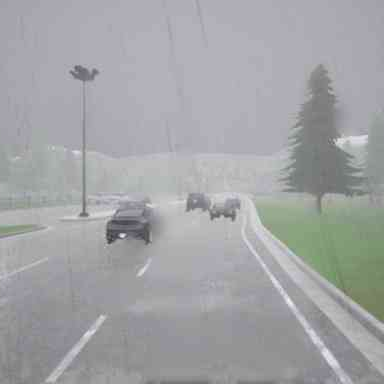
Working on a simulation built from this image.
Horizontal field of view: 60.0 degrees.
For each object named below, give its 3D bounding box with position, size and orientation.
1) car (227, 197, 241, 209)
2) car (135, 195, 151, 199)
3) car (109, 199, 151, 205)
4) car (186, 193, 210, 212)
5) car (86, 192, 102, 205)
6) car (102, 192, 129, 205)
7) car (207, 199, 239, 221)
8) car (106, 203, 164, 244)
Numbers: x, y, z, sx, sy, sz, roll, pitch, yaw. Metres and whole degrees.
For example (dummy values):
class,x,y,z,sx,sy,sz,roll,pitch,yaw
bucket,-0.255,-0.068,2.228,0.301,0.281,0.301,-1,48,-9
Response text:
class,x,y,z,sx,sy,sz,roll,pitch,yaw
car,5.170,1.384,42.250,2.128,1.511,4.902,0,0,10
car,-8.088,1.331,54.760,2.128,1.511,4.902,0,0,10
car,-4.572,1.486,26.256,1.994,1.385,4.181,0,0,9
car,0.762,1.121,37.188,2.150,2.045,5.566,0,0,10
car,-15.358,1.051,53.743,2.150,2.045,5.566,0,0,10
car,-11.856,1.058,53.487,2.150,2.045,5.566,0,0,10
car,2.587,1.531,26.844,1.895,1.301,4.718,0,0,9
car,-2.519,1.459,15.563,1.837,1.490,4.892,0,0,5
